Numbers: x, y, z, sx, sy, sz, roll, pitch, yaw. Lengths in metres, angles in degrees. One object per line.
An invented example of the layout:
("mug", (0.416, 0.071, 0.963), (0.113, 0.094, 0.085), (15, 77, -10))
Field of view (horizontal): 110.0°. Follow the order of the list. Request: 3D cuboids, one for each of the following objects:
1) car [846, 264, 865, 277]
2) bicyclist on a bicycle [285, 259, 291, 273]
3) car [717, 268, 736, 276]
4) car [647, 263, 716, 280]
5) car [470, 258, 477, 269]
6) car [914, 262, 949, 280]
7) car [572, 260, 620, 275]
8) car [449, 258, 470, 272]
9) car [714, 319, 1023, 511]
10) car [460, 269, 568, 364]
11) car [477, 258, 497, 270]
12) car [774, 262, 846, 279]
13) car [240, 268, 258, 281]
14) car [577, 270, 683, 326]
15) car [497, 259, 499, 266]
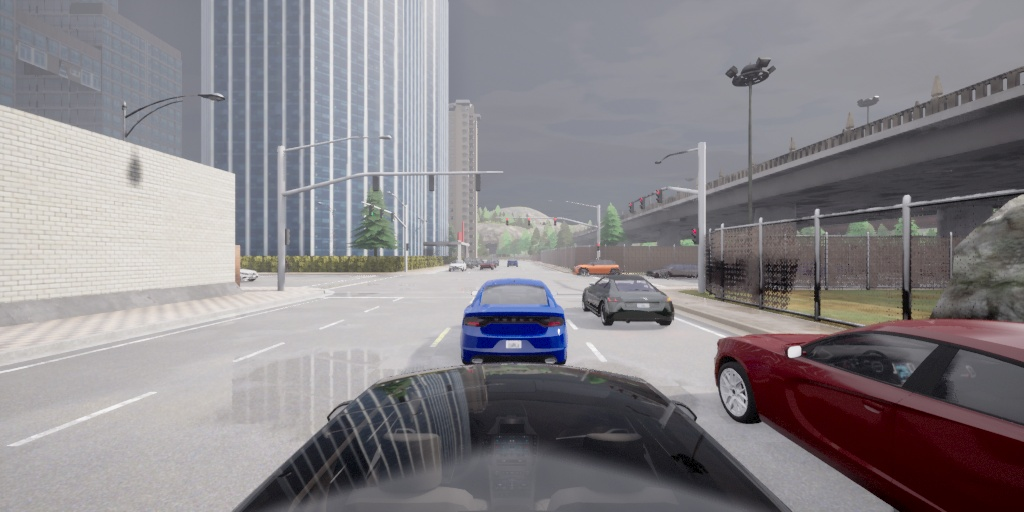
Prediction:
("car", (31.798, 1.406, 35.533), (4.718, 1.301, 1.895), (0, 0, 0))
("bicyclist on a bicycle", (-25.307, 1.106, 40.188), (0.582, 1.620, 1.656), (0, 0, 0))
("car", (19.404, 1.406, 35.508), (4.718, 1.301, 1.895), (0, 0, 0))
("car", (14.861, 1.353, 31.987), (5.357, 1.411, 2.033), (0, 0, -1))
("car", (-7.094, 1.102, 56.154), (2.097, 1.767, 4.553), (0, 0, 0))
("car", (38.358, 1.283, 32.033), (5.008, 1.535, 1.882), (0, 0, 0))
("car", (8.293, 1.139, 35.484), (4.553, 1.767, 2.097), (1, 0, 0))
("car", (-7.099, 1.276, 47.289), (1.812, 1.442, 4.674), (0, 0, 0))
("car", (3.601, 1.228, 2.736), (1.882, 1.535, 5.008), (0, 0, 0))
("car", (0.052, 1.228, 8.069), (1.882, 1.535, 5.008), (0, 0, 1))
("car", (-3.593, 1.351, 51.913), (1.895, 1.301, 4.718), (0, 0, 0))
("car", (26.233, 1.283, 32.019), (5.008, 1.535, 1.882), (0, 0, 0))
("car", (-22.642, 1.331, 28.232), (4.674, 1.442, 1.812), (0, 0, 0))
("car", (3.573, 1.314, 11.730), (1.994, 1.385, 4.181), (0, 0, 0))
("car", (-3.583, 1.351, 61.077), (1.895, 1.301, 4.718), (0, 0, 0))
